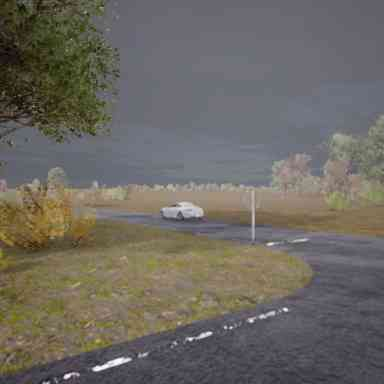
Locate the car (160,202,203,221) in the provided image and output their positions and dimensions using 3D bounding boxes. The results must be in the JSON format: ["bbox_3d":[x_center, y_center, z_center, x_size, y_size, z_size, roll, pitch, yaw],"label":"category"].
[{"bbox_3d":[-0.908,1.550,27.366,1.812,1.442,4.674,0,0,-35],"label":"car"}]
